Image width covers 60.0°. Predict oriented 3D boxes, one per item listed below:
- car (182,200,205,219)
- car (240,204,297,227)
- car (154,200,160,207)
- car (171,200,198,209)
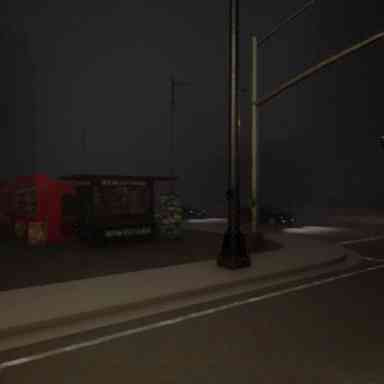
[{"bbox_3d":[-0.645,1.792,32.329,1.812,1.442,4.674,0,-1,-36],"label":"car"},{"bbox_3d":[5.299,1.647,24.133,1.837,1.490,4.892,0,-1,-36],"label":"car"},{"bbox_3d":[-7.589,2.315,66.085,1.994,1.385,4.181,0,-1,-36],"label":"car"},{"bbox_3d":[-1.401,2.143,57.559,2.033,1.411,5.357,0,-1,-36],"label":"car"}]
